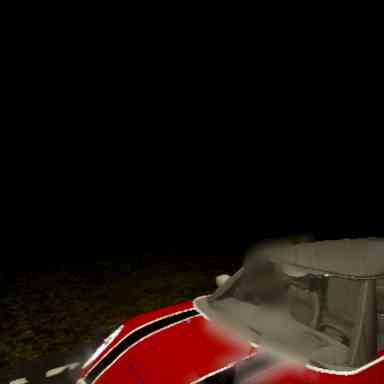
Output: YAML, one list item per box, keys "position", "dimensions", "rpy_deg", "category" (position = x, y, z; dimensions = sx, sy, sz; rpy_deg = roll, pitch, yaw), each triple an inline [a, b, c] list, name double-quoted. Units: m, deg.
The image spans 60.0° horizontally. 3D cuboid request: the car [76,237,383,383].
- position: [1.252, 1.339, 3.187]
  dimensions: [4.553, 1.767, 2.097]
  rpy_deg: [0, 0, -31]
  category: "car"
